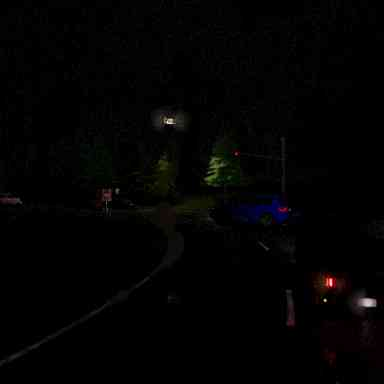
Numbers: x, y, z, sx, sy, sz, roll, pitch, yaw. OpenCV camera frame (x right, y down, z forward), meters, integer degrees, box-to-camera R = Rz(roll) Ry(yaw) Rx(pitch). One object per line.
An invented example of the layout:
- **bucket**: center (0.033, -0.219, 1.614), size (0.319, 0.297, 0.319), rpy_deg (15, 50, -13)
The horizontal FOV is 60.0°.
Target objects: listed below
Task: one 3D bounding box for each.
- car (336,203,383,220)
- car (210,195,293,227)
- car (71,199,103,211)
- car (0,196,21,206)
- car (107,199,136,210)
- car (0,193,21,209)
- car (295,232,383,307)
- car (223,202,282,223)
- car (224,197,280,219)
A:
- **car**: center (14.856, 1.596, 28.204), size (4.718, 1.301, 1.895), rpy_deg (0, 0, 32)
- **car**: center (3.976, 1.219, 22.647), size (5.566, 2.045, 2.150), rpy_deg (0, 0, 32)
- **car**: center (-13.204, 1.559, 41.735), size (4.181, 1.385, 1.994), rpy_deg (0, 0, 32)
- **car**: center (-31.862, 1.500, 57.620), size (4.892, 1.490, 1.837), rpy_deg (0, 0, 32)
- **car**: center (-9.423, 1.559, 43.490), size (4.181, 1.385, 1.994), rpy_deg (0, 0, 32)
- **car**: center (-25.750, 1.217, 45.498), size (5.566, 2.045, 2.150), rpy_deg (0, 0, 32)
- **car**: center (3.513, 1.600, 7.845), size (1.895, 1.301, 4.718), rpy_deg (0, 0, 13)
- **car**: center (4.742, 1.560, 26.299), size (4.181, 1.385, 1.994), rpy_deg (0, 0, 32)
- **car**: center (5.376, 1.348, 30.037), size (4.553, 1.767, 2.097), rpy_deg (0, 0, 32)
